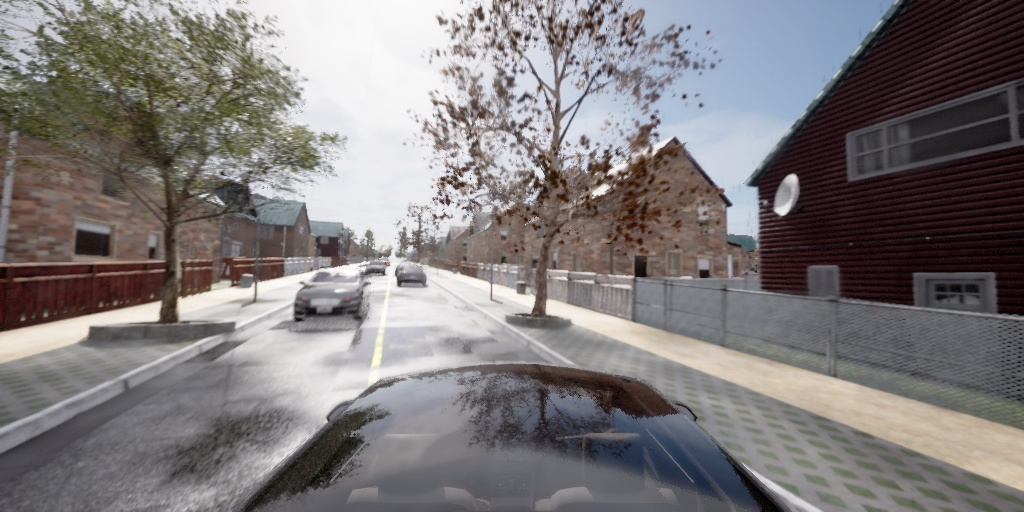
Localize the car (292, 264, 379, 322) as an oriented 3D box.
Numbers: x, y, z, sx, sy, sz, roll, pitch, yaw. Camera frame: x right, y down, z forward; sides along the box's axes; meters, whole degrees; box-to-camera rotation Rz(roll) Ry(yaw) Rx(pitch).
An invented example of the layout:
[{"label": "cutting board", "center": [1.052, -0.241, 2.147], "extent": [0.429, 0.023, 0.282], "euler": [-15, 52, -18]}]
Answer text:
[{"label": "car", "center": [-5.791, 1.166, 11.984], "extent": [2.128, 1.511, 4.902], "euler": [2, -1, -18]}]

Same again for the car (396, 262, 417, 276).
[{"label": "car", "center": [-11.311, 1.351, 38.163], "extent": [1.994, 1.385, 4.181], "euler": [2, -1, -18]}]

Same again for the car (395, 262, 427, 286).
[{"label": "car", "center": [-7.213, 1.344, 25.692], "extent": [1.994, 1.385, 4.181], "euler": [2, -1, -18]}]

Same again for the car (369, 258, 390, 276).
[{"label": "car", "center": [-13.591, 1.195, 36.040], "extent": [1.837, 1.490, 4.892], "euler": [2, -1, -18]}]
